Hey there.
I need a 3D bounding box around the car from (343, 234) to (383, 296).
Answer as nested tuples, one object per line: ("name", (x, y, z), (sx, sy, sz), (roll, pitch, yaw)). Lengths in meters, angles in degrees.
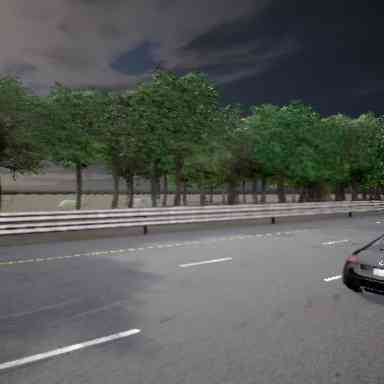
("car", (5.377, 1.563, 7.707), (4.181, 1.385, 1.994), (0, 0, -35))
